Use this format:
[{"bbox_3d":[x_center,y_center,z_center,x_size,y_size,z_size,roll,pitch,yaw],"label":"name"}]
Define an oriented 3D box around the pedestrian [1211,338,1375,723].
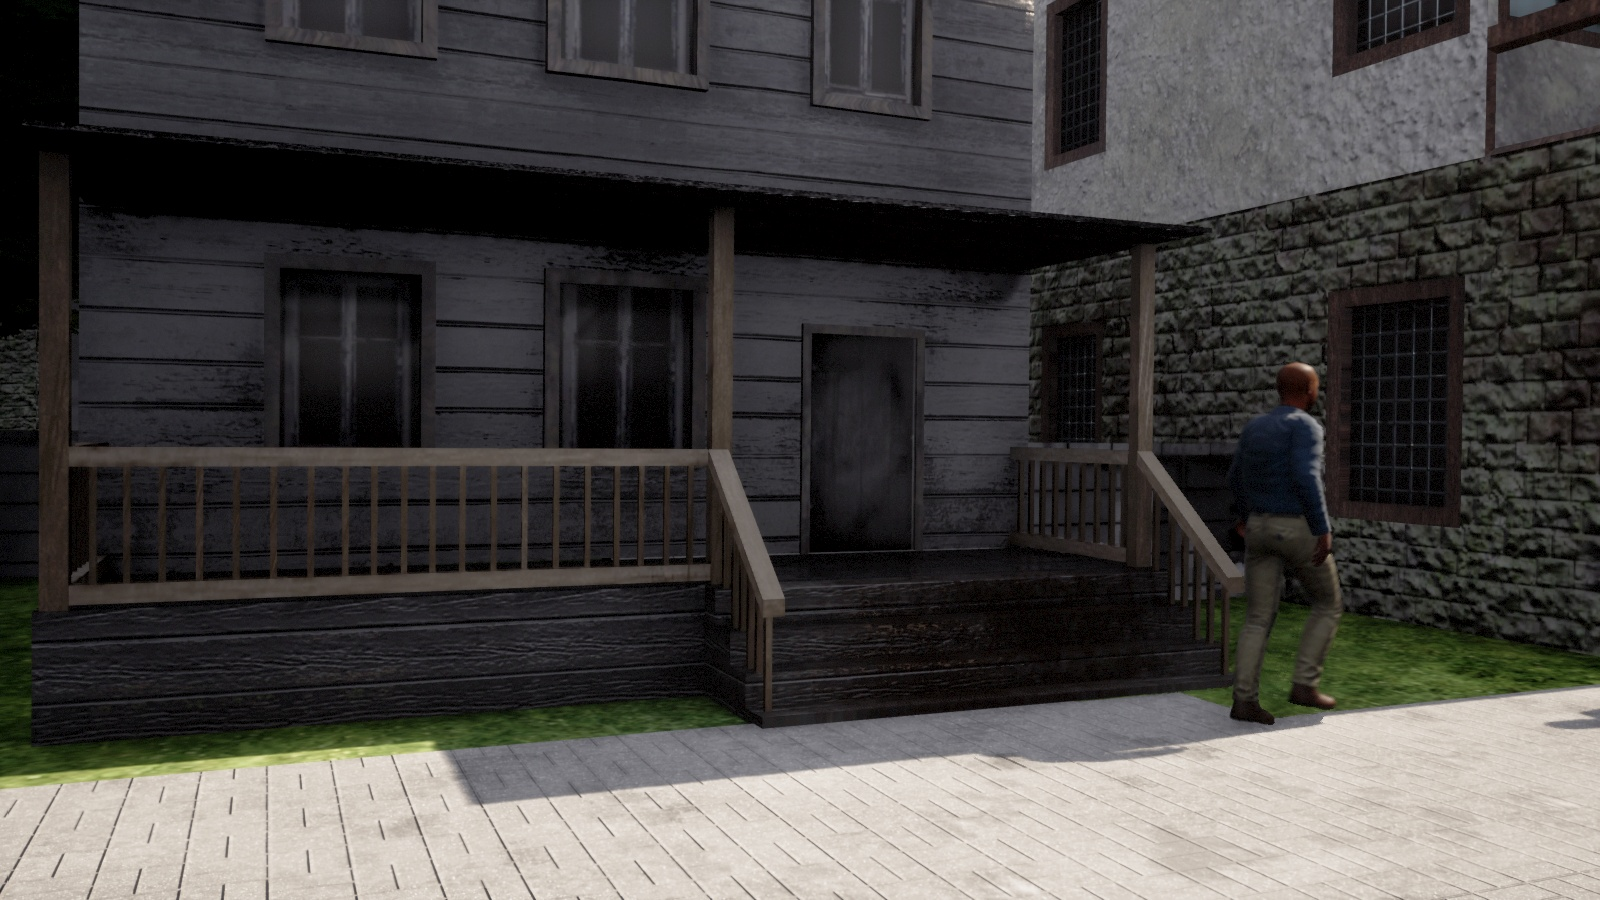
[{"bbox_3d":[2.475,0.378,6.305,0.726,1.835,0.370,-1,1,-27],"label":"pedestrian"}]
